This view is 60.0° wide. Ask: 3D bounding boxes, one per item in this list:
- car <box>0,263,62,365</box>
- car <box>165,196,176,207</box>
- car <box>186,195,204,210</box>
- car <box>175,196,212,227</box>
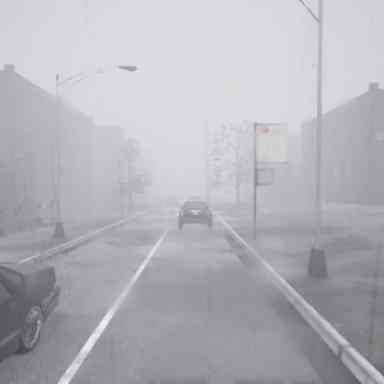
[{"bbox_3d":[-3.138,1.542,3.366,2.033,1.411,5.357,0,0,0],"label":"car"},{"bbox_3d":[-2.759,1.386,47.641,1.837,1.490,4.892,0,0,1],"label":"car"},{"bbox_3d":[0.371,1.246,41.895,2.097,1.767,4.553,0,0,0],"label":"car"},{"bbox_3d":[0.222,1.298,22.232,2.097,1.767,4.553,0,0,0],"label":"car"}]
